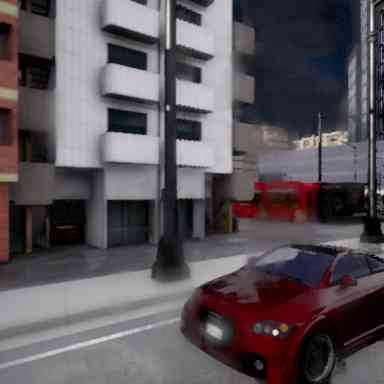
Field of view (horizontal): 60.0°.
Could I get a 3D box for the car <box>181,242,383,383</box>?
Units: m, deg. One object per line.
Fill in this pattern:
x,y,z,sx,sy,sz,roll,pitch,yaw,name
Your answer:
1.894,1.567,5.351,4.181,1.385,1.994,0,0,-36,car
